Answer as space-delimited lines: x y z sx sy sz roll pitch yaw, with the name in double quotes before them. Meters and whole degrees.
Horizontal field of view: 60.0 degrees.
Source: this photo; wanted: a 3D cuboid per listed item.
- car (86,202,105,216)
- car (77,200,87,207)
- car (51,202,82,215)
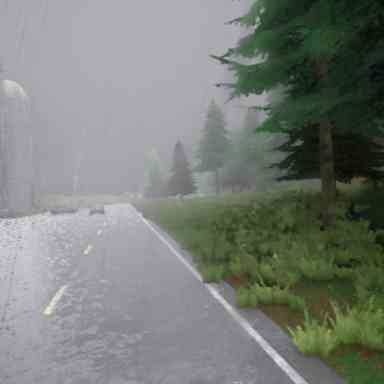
"car" -12.873 2.377 45.146 1.812 1.442 4.674 -3 0 -12
"car" -27.207 3.222 84.435 3.988 1.617 1.851 -3 0 -12
"car" -19.952 2.772 52.233 4.181 1.381 1.994 -3 0 -12
